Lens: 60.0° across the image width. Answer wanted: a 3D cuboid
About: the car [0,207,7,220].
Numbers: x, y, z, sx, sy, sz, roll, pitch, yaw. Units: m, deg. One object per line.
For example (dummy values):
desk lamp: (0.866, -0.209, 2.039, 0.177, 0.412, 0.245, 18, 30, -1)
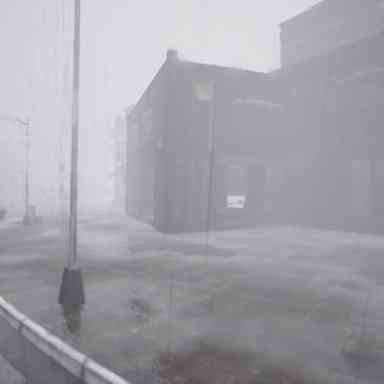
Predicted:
car: (-16.613, 1.649, 27.047, 1.882, 1.535, 5.008, 1, -1, -15)
